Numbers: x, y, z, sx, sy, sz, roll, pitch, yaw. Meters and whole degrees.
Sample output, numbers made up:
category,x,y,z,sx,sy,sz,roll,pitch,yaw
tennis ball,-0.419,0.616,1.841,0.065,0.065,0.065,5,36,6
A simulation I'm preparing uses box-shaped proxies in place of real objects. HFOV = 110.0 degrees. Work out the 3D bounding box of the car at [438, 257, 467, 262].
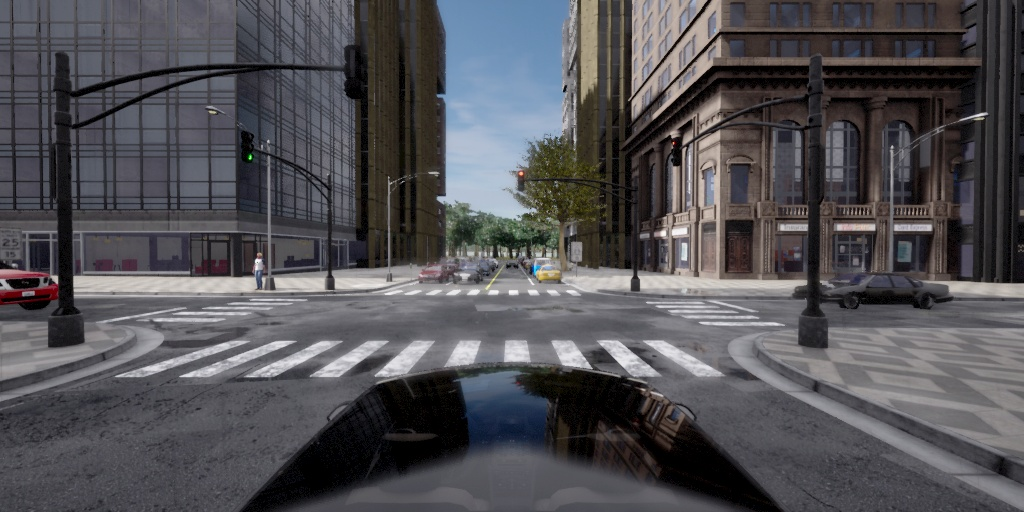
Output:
category,x,y,z,sx,sy,sz,roll,pitch,yaw
car,-5.799,1.033,32.676,2.192,1.841,5.009,0,0,0

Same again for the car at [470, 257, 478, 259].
category,x,y,z,sx,sy,sz,roll,pitch,yaw
car,-5.812,1.010,44.036,2.192,1.841,5.009,0,0,0

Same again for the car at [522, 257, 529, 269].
category,x,y,z,sx,sy,sz,roll,pitch,yaw
car,2.707,1.207,49.903,1.751,1.417,4.829,0,0,0

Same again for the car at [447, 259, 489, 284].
category,x,y,z,sx,sy,sz,roll,pitch,yaw
car,-3.134,1.220,26.507,2.128,1.511,4.902,0,0,1

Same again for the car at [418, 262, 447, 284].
category,x,y,z,sx,sy,sz,roll,pitch,yaw
car,-5.792,1.310,26.996,1.802,1.307,4.207,0,0,0

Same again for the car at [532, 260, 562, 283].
category,x,y,z,sx,sy,sz,roll,pitch,yaw
car,2.733,1.253,27.184,1.751,1.417,4.829,0,0,0

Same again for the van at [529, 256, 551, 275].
category,x,y,z,sx,sy,sz,roll,pitch,yaw
van,2.727,1.060,32.694,1.690,1.789,3.998,0,0,0

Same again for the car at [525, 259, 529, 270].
category,x,y,z,sx,sy,sz,roll,pitch,yaw
car,2.720,1.274,38.374,1.948,1.339,4.313,0,0,0

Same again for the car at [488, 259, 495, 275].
category,x,y,z,sx,sy,sz,roll,pitch,yaw
car,-3.133,1.260,36.329,2.033,1.411,5.357,0,0,0

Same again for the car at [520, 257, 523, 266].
category,x,y,z,sx,sy,sz,roll,pitch,yaw
car,2.701,1.211,55.412,1.888,1.381,4.507,0,0,0

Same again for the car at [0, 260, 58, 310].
category,x,y,z,sx,sy,sz,roll,pitch,yaw
car,-18.386,0.841,11.560,5.566,2.045,2.150,1,1,0

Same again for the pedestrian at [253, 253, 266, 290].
category,x,y,z,sx,sy,sz,roll,pitch,yaw
pedestrian,-12.541,0.740,17.816,0.375,1.860,0.375,0,0,0

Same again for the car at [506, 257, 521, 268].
category,x,y,z,sx,sy,sz,roll,pitch,yaw
car,0.036,1.261,57.462,1.895,1.301,4.718,0,0,0

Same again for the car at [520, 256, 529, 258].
category,x,y,z,sx,sy,sz,roll,pitch,yaw
car,2.694,1.201,61.091,2.007,1.370,4.403,0,0,0

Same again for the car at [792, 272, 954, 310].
category,x,y,z,sx,sy,sz,roll,pitch,yaw
car,14.848,1.391,14.880,5.357,1.411,2.033,0,1,-1

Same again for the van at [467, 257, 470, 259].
category,x,y,z,sx,sy,sz,roll,pitch,yaw
van,-5.805,1.049,38.356,1.690,1.789,3.998,0,0,0

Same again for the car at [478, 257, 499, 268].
category,x,y,z,sx,sy,sz,roll,pitch,yaw
car,-3.138,1.182,46.441,2.128,1.511,4.902,0,0,0
